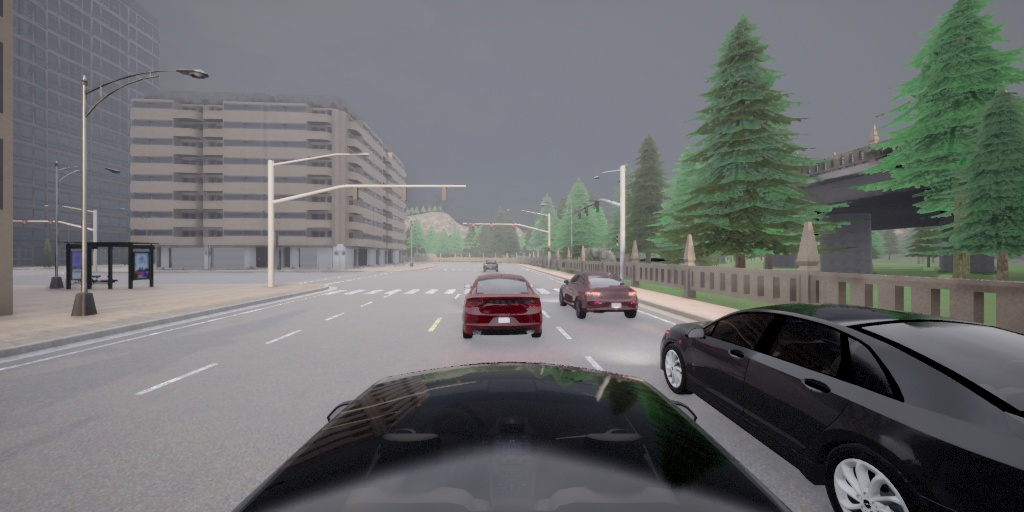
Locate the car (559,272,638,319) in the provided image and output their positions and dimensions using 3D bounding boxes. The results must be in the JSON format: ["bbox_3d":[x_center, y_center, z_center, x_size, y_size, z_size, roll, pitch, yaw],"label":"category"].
[{"bbox_3d":[2.920,1.276,12.753,1.812,1.442,4.674,0,0,-3],"label":"car"}]

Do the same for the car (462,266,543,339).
[{"bbox_3d":[-0.342,1.228,10.178,1.882,1.535,5.008,0,0,-4],"label":"car"}]

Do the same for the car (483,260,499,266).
[{"bbox_3d":[-2.720,1.242,45.920,2.128,1.511,4.902,0,0,-4],"label":"car"}]

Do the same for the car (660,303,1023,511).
[{"bbox_3d":[3.257,1.255,3.763,1.837,1.490,4.892,0,0,0],"label":"car"}]
